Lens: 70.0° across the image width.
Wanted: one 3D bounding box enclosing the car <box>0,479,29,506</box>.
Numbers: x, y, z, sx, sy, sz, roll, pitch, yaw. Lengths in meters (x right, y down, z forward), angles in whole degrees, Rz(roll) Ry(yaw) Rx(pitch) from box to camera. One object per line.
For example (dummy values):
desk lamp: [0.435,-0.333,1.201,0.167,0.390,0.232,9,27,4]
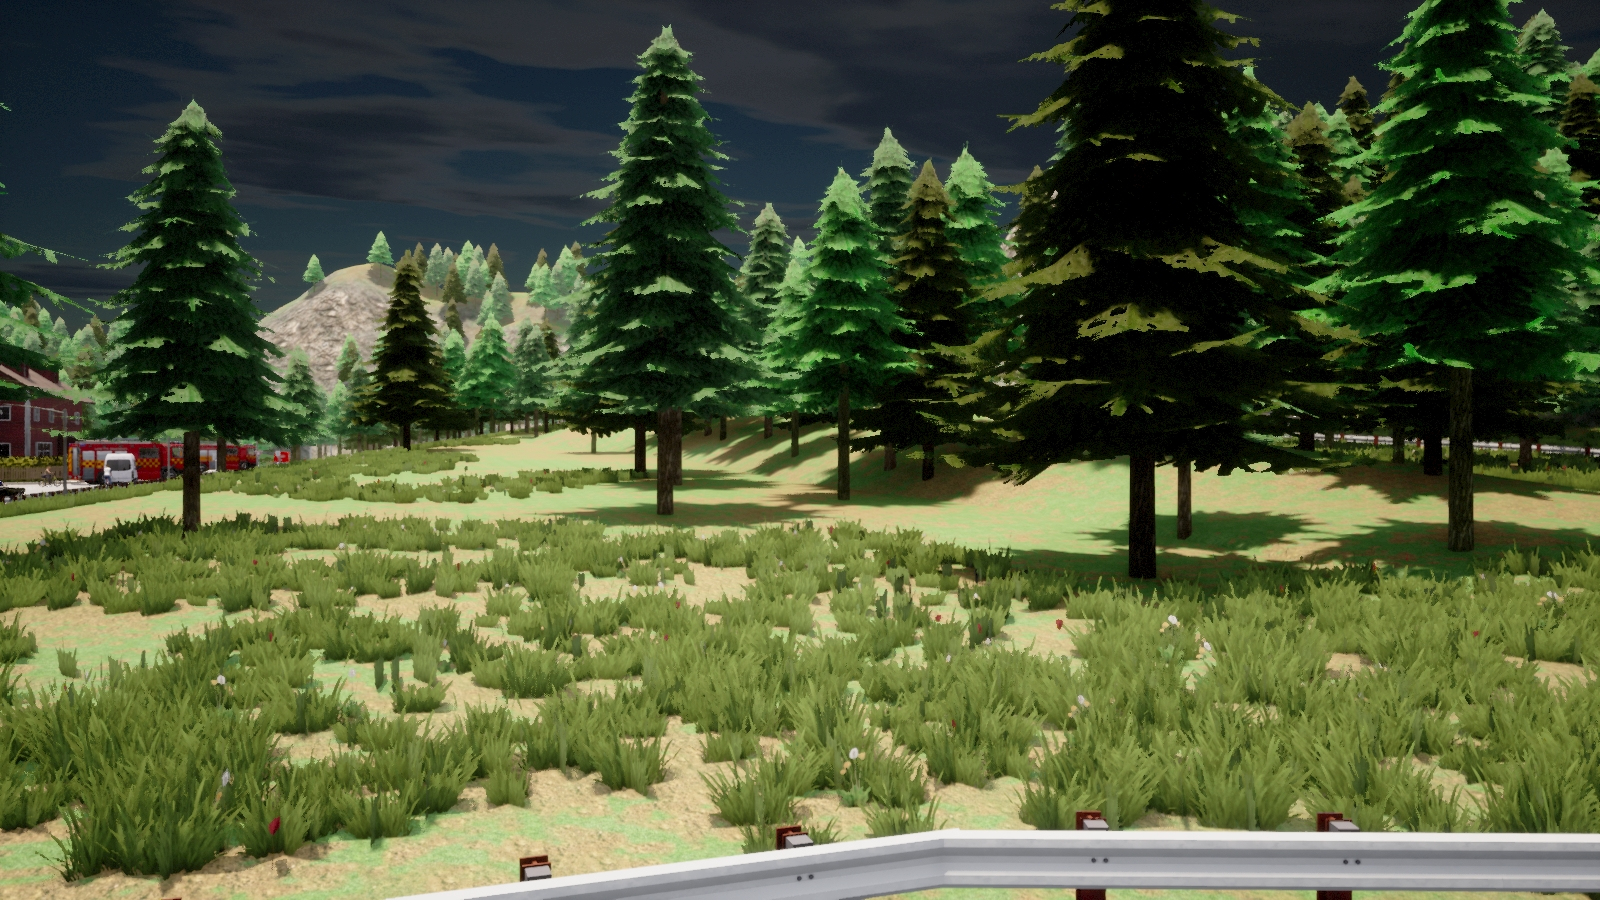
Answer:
car: [-40.881,2.151,57.491,1.895,1.301,4.718,0,0,-13]
